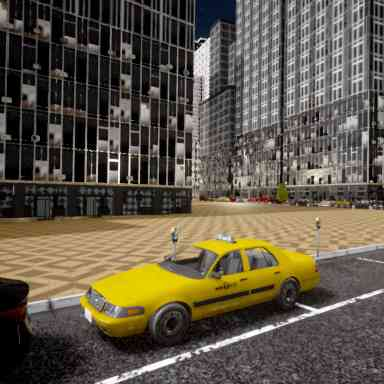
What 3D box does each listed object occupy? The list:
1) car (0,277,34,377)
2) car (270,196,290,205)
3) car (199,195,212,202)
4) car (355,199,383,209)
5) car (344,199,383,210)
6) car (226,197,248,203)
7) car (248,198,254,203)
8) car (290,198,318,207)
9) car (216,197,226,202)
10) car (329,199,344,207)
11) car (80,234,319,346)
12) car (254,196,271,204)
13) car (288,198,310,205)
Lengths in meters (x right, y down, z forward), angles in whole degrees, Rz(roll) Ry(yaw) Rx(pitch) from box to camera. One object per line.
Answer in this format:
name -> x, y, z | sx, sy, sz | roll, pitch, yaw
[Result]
car -> -3.928, 1.565, 3.283 | 4.313, 1.339, 1.947 | 0, 1, -36
car -> 16.284, 1.636, 58.749 | 1.967, 1.590, 4.097 | 1, -1, -22
car -> 3.632, 1.698, 89.824 | 2.192, 1.841, 5.009 | 1, -1, -22
car -> 27.793, 1.833, 51.372 | 2.008, 1.369, 4.403 | 1, -1, -22
car -> 22.609, 1.653, 43.210 | 2.008, 1.369, 4.403 | 1, -1, -22
car -> 9.957, 1.730, 74.286 | 1.967, 1.590, 4.097 | 1, -1, -22
car -> 15.133, 2.052, 82.460 | 1.802, 1.307, 4.206 | 1, -1, -22
car -> 18.391, 1.716, 53.568 | 2.008, 1.369, 4.403 | 1, -1, -22
car -> 7.911, 1.845, 79.306 | 1.752, 1.417, 4.829 | 1, -1, -22
car -> 25.619, 1.840, 56.711 | 1.752, 1.417, 4.829 | 1, -1, -22
car -> 0.435, 1.528, 6.341 | 4.829, 1.417, 1.752 | 0, 1, -35
car -> 17.247, 1.754, 77.282 | 2.192, 1.841, 5.009 | 1, -1, -22
car -> 21.463, 1.927, 66.916 | 2.008, 1.369, 4.403 | 1, -1, -22
